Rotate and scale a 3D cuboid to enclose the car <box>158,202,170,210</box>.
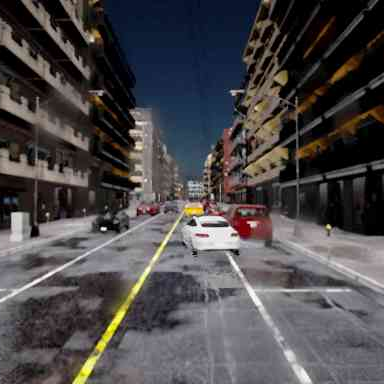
[{"bbox_3d":[-5.125,2.453,60.699,1.802,1.307,4.206,1,-1,0],"label":"car"}]

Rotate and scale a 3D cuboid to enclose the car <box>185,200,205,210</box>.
[{"bbox_3d":[0.205,1.987,37.331,1.882,1.535,5.008,0,-1,0],"label":"car"}]

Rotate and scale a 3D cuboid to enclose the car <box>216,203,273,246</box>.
[{"bbox_3d":[2.599,1.530,16.379,2.192,1.841,5.009,1,-1,0],"label":"car"}]

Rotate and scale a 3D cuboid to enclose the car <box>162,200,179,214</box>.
[{"bbox_3d":[-2.706,2.152,43.702,2.033,1.411,5.357,0,-1,0],"label":"car"}]

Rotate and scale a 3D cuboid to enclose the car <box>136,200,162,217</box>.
[{"bbox_3d":[-5.183,1.843,38.580,2.192,1.841,5.009,1,-1,0],"label":"car"}]

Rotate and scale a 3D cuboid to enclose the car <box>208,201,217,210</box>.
[{"bbox_3d":[2.628,1.808,27.439,1.967,1.590,4.097,1,-1,0],"label":"car"}]

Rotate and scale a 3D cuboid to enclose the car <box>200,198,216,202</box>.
[{"bbox_3d":[2.695,2.010,49.564,2.192,1.841,5.009,1,-1,0],"label":"car"}]

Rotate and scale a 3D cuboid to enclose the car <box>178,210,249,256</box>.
[{"bbox_3d":[0.669,1.707,13.904,1.812,1.442,4.674,0,-1,-8],"label":"car"}]

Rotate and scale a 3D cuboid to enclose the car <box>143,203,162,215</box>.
[{"bbox_3d":[-5.172,2.156,44.108,1.887,1.381,4.507,1,-1,0],"label":"car"}]

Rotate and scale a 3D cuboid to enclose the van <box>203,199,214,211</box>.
[{"bbox_3d":[2.710,2.123,55.095,1.690,1.788,3.998,1,-1,0],"label":"van"}]

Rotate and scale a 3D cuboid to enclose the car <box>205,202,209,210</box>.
[{"bbox_3d":[2.657,2.109,38.499,1.802,1.307,4.206,1,-1,0],"label":"car"}]

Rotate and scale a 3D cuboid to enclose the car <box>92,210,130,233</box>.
[{"bbox_3d":[-5.237,1.857,21.989,1.947,1.339,4.313,1,-1,0],"label":"car"}]
